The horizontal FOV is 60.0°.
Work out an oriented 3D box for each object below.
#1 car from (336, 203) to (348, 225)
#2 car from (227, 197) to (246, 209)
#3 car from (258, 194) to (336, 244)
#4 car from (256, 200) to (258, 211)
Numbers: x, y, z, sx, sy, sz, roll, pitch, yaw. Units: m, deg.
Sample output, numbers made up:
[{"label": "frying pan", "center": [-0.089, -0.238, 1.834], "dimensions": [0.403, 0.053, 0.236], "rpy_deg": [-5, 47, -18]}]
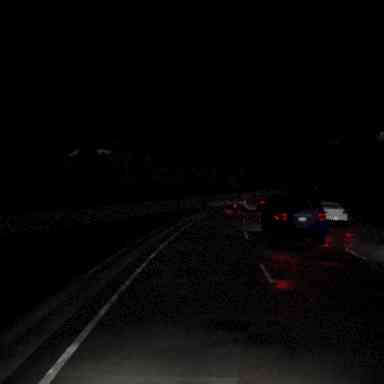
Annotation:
[{"label": "car", "center": [8.937, 1.363, 22.197], "dimensions": [1.812, 1.442, 4.674], "rpy_deg": [0, 0, 8]}, {"label": "car", "center": [5.481, 1.308, 40.136], "dimensions": [1.895, 1.301, 4.718], "rpy_deg": [0, 0, 14]}, {"label": "car", "center": [4.511, 1.109, 15.329], "dimensions": [2.150, 2.045, 5.566], "rpy_deg": [0, 0, 6]}, {"label": "car", "center": [7.968, 1.244, 35.597], "dimensions": [1.837, 1.490, 4.892], "rpy_deg": [0, 0, 13]}]
